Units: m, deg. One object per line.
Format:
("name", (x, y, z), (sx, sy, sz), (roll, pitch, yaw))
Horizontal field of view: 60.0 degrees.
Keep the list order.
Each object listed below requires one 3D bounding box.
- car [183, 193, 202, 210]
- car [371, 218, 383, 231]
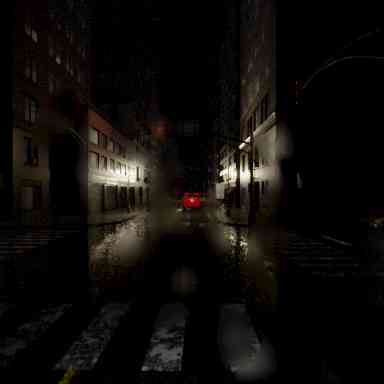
("car", (0.012, 1.202, 42.086), (2.150, 2.045, 5.566), (0, 0, 0))
("car", (12.383, 1.514, 18.053), (4.829, 1.417, 1.752), (0, 0, 0))
